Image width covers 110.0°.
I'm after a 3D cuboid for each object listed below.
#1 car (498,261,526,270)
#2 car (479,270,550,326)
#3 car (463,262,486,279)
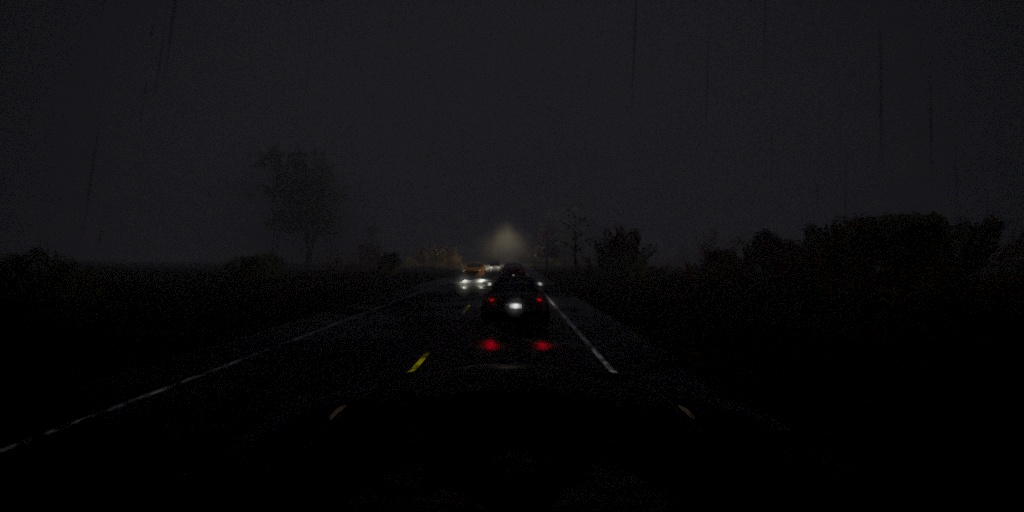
[{"bbox_3d":[0.109,1.304,29.258,1.882,1.535,5.008,0,0,0],"label":"car"},{"bbox_3d":[0.104,1.342,11.764,1.994,1.385,4.181,0,0,0],"label":"car"},{"bbox_3d":[-3.583,1.318,34.635,1.882,1.535,5.008,0,0,0],"label":"car"}]
